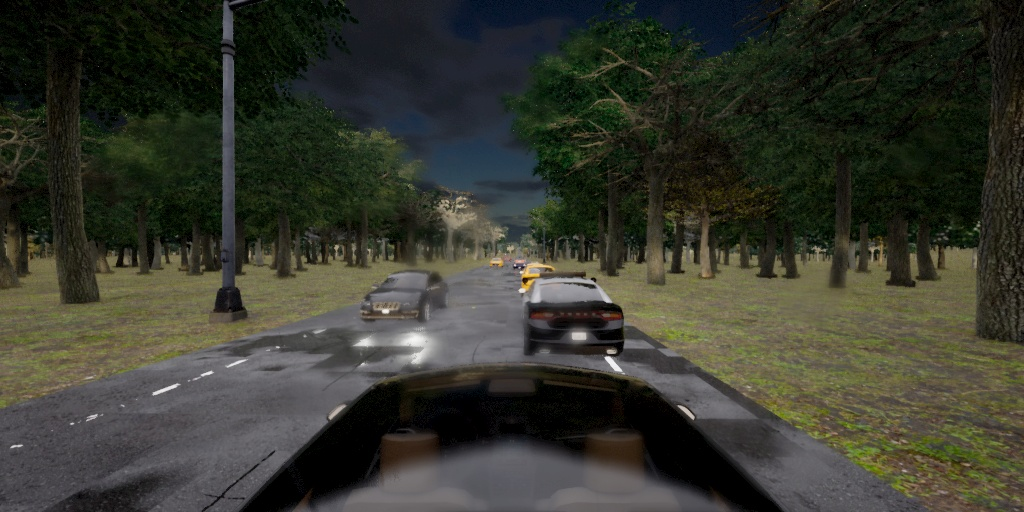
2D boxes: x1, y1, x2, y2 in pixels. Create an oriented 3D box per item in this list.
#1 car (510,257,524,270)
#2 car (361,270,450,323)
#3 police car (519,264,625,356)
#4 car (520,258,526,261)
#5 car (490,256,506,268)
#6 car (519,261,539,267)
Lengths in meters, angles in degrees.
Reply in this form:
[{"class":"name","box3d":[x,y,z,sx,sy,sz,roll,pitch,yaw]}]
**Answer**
[{"class":"car","box3d":[1.086,1.229,48.591,1.895,1.301,4.718,0,0,2]},{"class":"car","box3d":[-3.367,1.246,12.124,1.837,1.490,4.892,0,0,1]},{"class":"police car","box3d":[1.208,1.170,8.728,1.930,1.638,5.238,0,0,1]},{"class":"car","box3d":[1.569,1.172,24.806,1.801,1.575,5.366,0,0,1]},{"class":"car","box3d":[-2.387,1.071,55.390,1.882,1.535,5.008,0,0,1]},{"class":"car","box3d":[1.430,1.208,18.618,1.882,1.535,5.008,0,0,1]}]
